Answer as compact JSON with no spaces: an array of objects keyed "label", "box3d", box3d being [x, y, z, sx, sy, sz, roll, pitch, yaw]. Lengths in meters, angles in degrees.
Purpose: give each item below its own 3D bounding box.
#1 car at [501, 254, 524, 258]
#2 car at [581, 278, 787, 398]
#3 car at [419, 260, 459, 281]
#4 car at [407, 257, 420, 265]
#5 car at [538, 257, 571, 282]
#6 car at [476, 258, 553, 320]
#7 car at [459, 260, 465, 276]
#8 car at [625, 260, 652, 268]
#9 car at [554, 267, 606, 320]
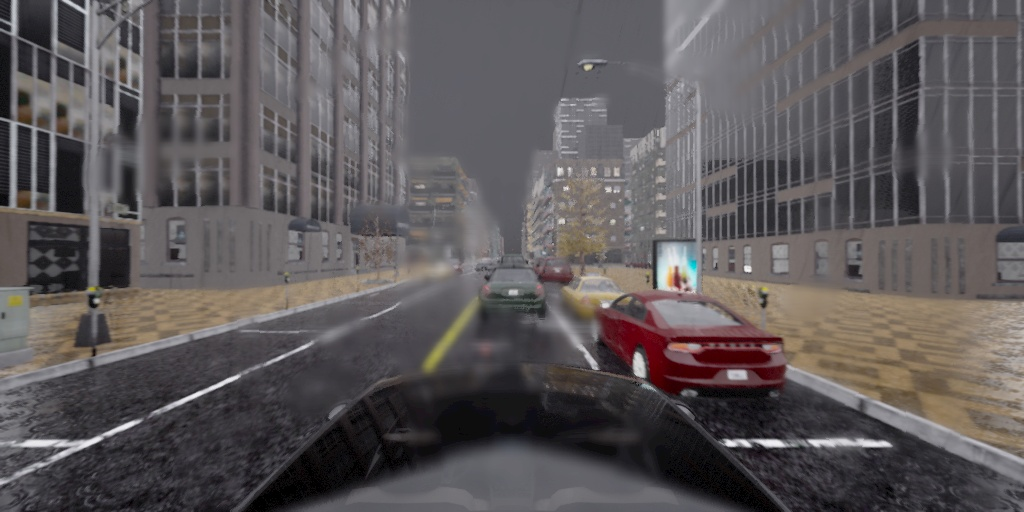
[{"label":"car","box3d":[0.058,0.894,26.995,2.150,2.045,5.566,0,0,0]},{"label":"car","box3d":[2.690,1.280,6.520,1.888,1.381,4.507,0,0,0]},{"label":"car","box3d":[-5.696,1.191,28.587,1.751,1.417,4.829,0,0,0]},{"label":"car","box3d":[-17.276,0.833,58.696,4.507,1.381,1.888,0,0,0]},{"label":"car","box3d":[2.686,0.997,23.198,2.192,1.841,5.009,0,0,0]},{"label":"car","box3d":[0.065,1.068,12.584,2.097,1.767,4.553,0,0,0]},{"label":"car","box3d":[-5.697,1.088,34.316,1.967,1.591,4.097,0,0,0]},{"label":"car","box3d":[20.821,1.320,59.028,4.097,1.591,1.967,0,0,0]},{"label":"car","box3d":[2.689,1.243,12.249,1.751,1.417,4.829,0,0,0]}]
